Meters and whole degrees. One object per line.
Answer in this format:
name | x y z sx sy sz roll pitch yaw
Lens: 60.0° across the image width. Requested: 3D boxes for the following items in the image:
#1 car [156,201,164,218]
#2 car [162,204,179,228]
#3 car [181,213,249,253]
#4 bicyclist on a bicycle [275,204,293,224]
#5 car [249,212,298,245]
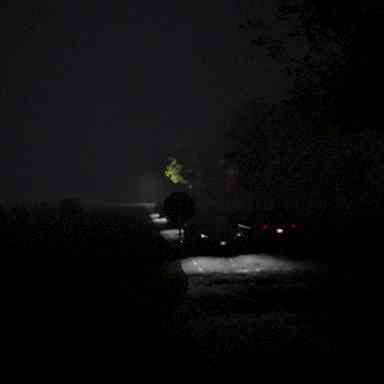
car | -2.374 1.920 34.679 1.994 1.385 4.181 -1 0 -9
car | -0.813 1.798 24.850 2.033 1.411 5.357 -1 -1 -9
car | 0.801 1.665 14.740 1.812 1.442 4.674 -1 -1 -9
bicyclist on a bicycle | 5.756 1.590 21.600 1.656 1.620 0.582 -1 -1 -9
car | 3.519 1.682 16.425 1.994 1.385 4.181 -1 -1 -9
